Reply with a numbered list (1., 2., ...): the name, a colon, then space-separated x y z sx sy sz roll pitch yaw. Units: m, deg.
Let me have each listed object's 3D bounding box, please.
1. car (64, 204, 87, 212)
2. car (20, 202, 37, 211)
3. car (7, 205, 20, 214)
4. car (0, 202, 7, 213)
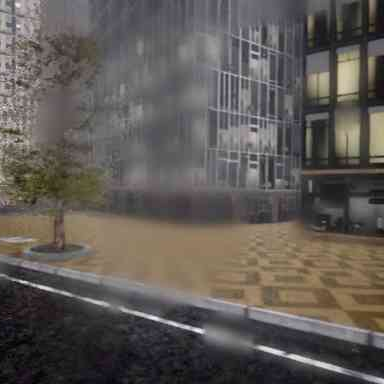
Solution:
1. car: -18.819 2.588 54.350 4.507 1.381 1.887 0 1 -34
2. car: -27.946 2.470 57.654 4.403 1.369 2.008 0 1 -34
3. car: -28.174 2.320 47.947 5.009 1.841 2.192 0 1 -34
4. car: -7.527 1.365 8.978 5.566 2.045 2.150 -1 0 36
